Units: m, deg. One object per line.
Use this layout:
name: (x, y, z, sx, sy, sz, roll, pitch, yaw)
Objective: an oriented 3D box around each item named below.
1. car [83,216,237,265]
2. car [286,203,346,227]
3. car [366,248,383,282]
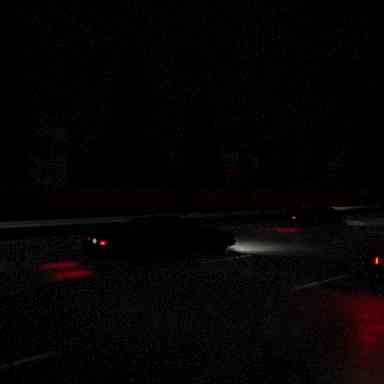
car: (-0.935, 1.553, 11.673, 5.357, 1.411, 2.033, 0, 0, -35)
car: (8.539, 1.485, 22.720, 5.008, 1.535, 1.882, 0, 0, -35)
car: (6.425, 1.602, 8.322, 4.718, 1.301, 1.895, 0, 0, -35)
